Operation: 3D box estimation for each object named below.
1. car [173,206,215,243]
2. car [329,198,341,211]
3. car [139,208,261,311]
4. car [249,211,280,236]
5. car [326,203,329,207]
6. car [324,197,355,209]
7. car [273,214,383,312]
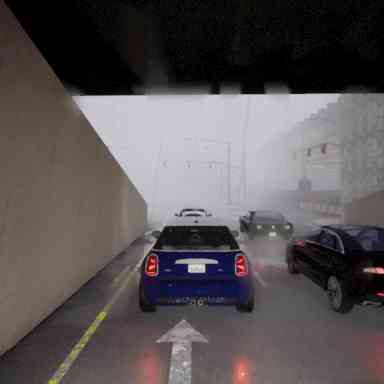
[{"bbox_3d":[0.069,1.526,16.972,1.812,1.442,4.674,0,0,0],"label":"car"},{"bbox_3d":[17.414,1.452,34.759,2.038,1.542,4.974,0,0,-35],"label":"car"},{"bbox_3d":[0.084,1.352,7.920,2.097,1.767,4.553,0,0,0],"label":"car"},{"bbox_3d":[3.591,1.601,16.980,1.895,1.301,4.718,0,0,0],"label":"car"},{"bbox_3d":[17.516,1.452,39.366,2.038,1.542,4.974,0,0,45],"label":"car"},{"bbox_3d":[17.552,1.295,39.403,1.853,1.218,4.536,0,0,45],"label":"car"},{"bbox_3d":[3.583,1.491,7.654,2.128,1.511,4.902,0,0,0],"label":"car"}]
